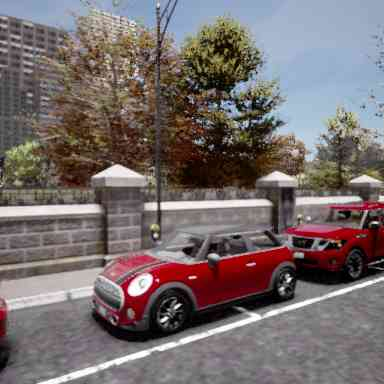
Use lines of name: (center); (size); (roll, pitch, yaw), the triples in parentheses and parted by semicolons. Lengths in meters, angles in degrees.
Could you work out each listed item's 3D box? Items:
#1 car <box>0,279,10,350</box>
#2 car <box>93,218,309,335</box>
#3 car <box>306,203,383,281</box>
car: (-4.449, 1.554, 3.408); (4.507, 1.381, 1.887); (0, 0, -35)
car: (0.167, 1.419, 6.628); (4.097, 1.590, 1.967); (0, 0, -35)
car: (4.783, 1.265, 9.851); (5.009, 1.841, 2.192); (0, 0, -35)
